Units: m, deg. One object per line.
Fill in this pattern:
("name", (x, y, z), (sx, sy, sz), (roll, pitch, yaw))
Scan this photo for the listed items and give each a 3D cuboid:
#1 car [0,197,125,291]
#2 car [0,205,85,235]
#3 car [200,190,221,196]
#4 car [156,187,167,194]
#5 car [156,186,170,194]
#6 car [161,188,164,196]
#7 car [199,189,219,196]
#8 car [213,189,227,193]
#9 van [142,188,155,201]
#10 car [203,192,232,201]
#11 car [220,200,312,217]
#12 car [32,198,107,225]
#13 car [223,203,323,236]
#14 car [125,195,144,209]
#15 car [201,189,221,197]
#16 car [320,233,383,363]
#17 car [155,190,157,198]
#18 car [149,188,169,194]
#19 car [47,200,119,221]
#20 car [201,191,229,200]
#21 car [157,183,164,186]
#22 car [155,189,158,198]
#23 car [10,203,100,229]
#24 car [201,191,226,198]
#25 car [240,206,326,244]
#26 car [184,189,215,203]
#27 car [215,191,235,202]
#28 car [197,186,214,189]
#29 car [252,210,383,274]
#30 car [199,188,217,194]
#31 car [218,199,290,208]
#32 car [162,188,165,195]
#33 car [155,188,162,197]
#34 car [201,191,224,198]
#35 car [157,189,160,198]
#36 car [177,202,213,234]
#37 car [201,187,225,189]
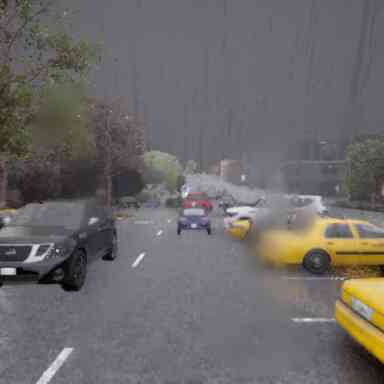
("car", (-3.604, 1.204, 9.290), (2.150, 2.045, 5.566), (0, 0, 0))
("car", (-8.547, 1.498, 18.244), (4.674, 1.452, 2.002), (0, 0, 0))
("car", (4.283, 0.236, 78.677), (4.792, 1.488, 2.163), (0, 2, 0))
("car", (-8.822, 0.297, 75.712), (5.008, 1.535, 2.097), (0, 2, 0))
("car", (-8.639, -0.110, 86.857), (5.366, 1.575, 1.946), (0, 2, 0))
("car", (-9.015, 0.499, 67.477), (5.366, 1.575, 1.946), (0, 1, 0))
("car", (4.225, 0.139, 81.463), (4.792, 1.488, 2.163), (0, 2, 0))
("car", (4.276, 0.694, 53.600), (4.792, 1.488, 2.163), (0, 0, 0))
("van", (-8.707, 0.438, 53.518), (4.442, 1.987, 1.878), (1, 1, 0))
("car", (4.218, 0.672, 56.383), (4.792, 1.488, 2.163), (0, 0, 0))
("car", (4.523, 1.460, 21.014), (5.008, 1.535, 2.097), (0, 0, 0))
("car", (-8.584, 1.331, 23.659), (4.553, 1.767, 2.185), (0, 0, 0))
("car", (4.346, 1.459, 15.462), (5.366, 1.575, 1.946), (0, 0, 0))
("car", (-7.225, 1.242, 37.981), (1.895, 1.301, 4.718), (-2, 3, -20))
("car", (4.284, 0.169, 75.886), (4.553, 1.767, 2.185), (0, 2, 0))
("car", (4.723, 1.465, 4.237), (5.366, 1.575, 1.946), (0, 0, 0))
("car", (-8.835, 0.681, 56.194), (4.674, 1.452, 2.002), (0, 0, 0))
("car", (-8.829, -0.229, 89.644), (5.008, 1.535, 2.097), (0, 3, 0))
("car", (-8.549, 1.456, 26.431), (5.008, 1.535, 2.097), (0, 0, 0))
("car", (4.254, 0.591, 61.948), (5.008, 1.535, 2.097), (0, 1, 0))
("car", (-8.851, -0.611, 92.418), (5.566, 2.045, 2.435), (0, 3, 0))
("car", (-8.835, 0.659, 58.979), (4.674, 1.452, 2.002), (0, 0, 0))
("car", (-8.522, 1.487, 21.014), (4.792, 1.488, 2.163), (0, 0, 0))
("car", (4.257, 0.505, 67.531), (4.892, 1.521, 2.231), (0, 1, 0))
("car", (4.527, 1.463, 12.686), (4.892, 1.521, 2.231), (0, 0, 0))
("car", (0.596, 1.106, 32.370), (2.150, 2.045, 5.566), (1, 2, 10))
("car", (4.105, 1.066, 39.668), (2.033, 1.411, 5.357), (0, 2, 6))
("car", (4.221, 0.301, 64.738), (5.566, 2.045, 2.435), (0, 1, 0))
("car", (4.720, 1.460, 9.910), (5.366, 1.575, 1.946), (0, 0, 0))
("car", (4.254, -0.194, 89.812), (4.674, 1.452, 2.002), (0, 3, 0))
("car", (4.556, 1.489, 23.791), (4.792, 1.488, 2.163), (0, 0, 0))
("car", (-8.800, 0.477, 70.133), (4.792, 1.488, 2.163), (0, 1, 0))
("car", (-9.016, 0.547, 64.682), (5.366, 1.575, 1.946), (0, 1, 0))
("car", (4.280, 0.476, 70.310), (4.792, 1.488, 2.163), (0, 2, 0))
("car", (-8.860, 0.619, 61.891), (4.792, 1.488, 2.163), (0, 1, 0))
("car", (0.098, 1.505, 18.991), (1.812, 1.442, 4.674), (0, 0, 0))
("car", (4.217, 0.495, 59.168), (4.553, 1.767, 2.185), (0, 1, 0))
